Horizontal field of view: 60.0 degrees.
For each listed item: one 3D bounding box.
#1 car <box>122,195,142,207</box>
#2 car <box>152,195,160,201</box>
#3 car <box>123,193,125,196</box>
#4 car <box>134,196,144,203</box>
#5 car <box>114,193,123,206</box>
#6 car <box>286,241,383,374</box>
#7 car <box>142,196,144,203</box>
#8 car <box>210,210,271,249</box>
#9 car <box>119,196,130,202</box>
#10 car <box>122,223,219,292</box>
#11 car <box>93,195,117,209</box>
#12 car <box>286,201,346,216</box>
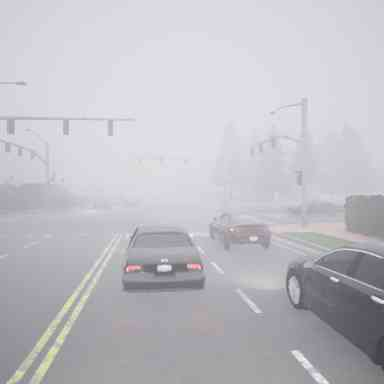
[{"bbox_3d":[-8.994,1.526,50.262,1.812,1.442,4.674,0,0,-6],"label":"car"},{"bbox_3d":[-9.406,1.553,87.371,1.994,1.385,4.181,0,0,-6],"label":"car"},{"bbox_3d":[-13.911,1.222,63.625,2.150,2.045,5.566,0,0,-6],"label":"car"},{"bbox_3d":[-10.995,1.524,69.584,1.812,1.442,4.674,0,0,-6],"label":"car"},{"bbox_3d":[-12.917,1.352,54.031,2.097,1.767,4.553,0,0,-6],"label":"car"},{"bbox_3d":[2.982,1.505,4.957,1.837,1.490,4.892,0,0,-5],"label":"car"},{"bbox_3d":[-9.966,1.478,59.437,1.882,1.535,5.008,0,0,-6],"label":"car"},{"bbox_3d":[1.970,1.526,14.475,1.812,1.442,4.674,0,0,-7],"label":"car"},{"bbox_3d":[-15.007,1.540,74.110,2.033,1.411,5.357,0,0,-6],"label":"car"},{"bbox_3d":[-0.855,1.548,9.057,2.033,1.411,5.357,0,0,-7],"label":"car"},{"bbox_3d":[-12.014,1.491,44.872,2.128,1.511,4.902,0,0,-4],"label":"car"},{"bbox_3d":[12.086,1.547,32.464,5.357,1.411,2.033,0,0,-5],"label":"car"}]
